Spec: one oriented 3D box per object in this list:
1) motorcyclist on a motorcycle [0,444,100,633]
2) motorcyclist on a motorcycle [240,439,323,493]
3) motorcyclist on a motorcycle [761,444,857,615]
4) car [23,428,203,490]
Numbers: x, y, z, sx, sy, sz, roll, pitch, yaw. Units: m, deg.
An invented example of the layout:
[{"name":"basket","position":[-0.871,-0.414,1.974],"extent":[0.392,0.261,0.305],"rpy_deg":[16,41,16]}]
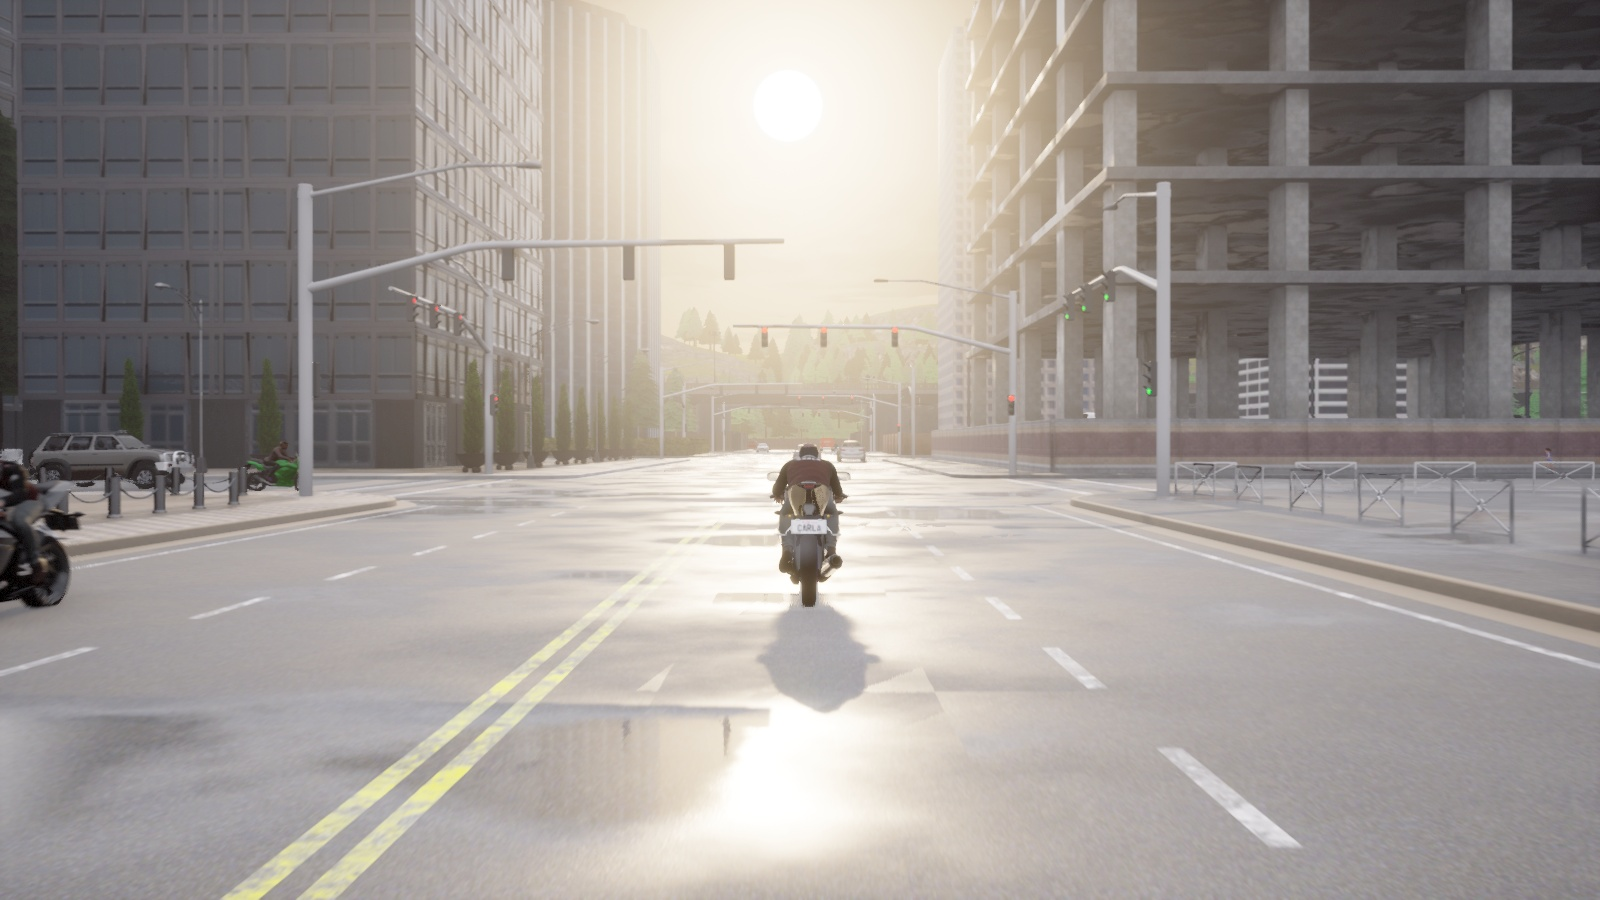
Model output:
[{"name":"motorcyclist on a motorcycle","position":[-6.925,0.716,10.541],"extent":[0.866,1.530,2.191],"rpy_deg":[0,0,0]},{"name":"motorcyclist on a motorcycle","position":[-14.886,0.458,36.072],"extent":[2.044,1.523,0.797],"rpy_deg":[0,1,3]},{"name":"motorcyclist on a motorcycle","position":[0.086,0.712,12.380],"extent":[0.866,1.530,2.191],"rpy_deg":[0,0,0]},{"name":"car","position":[-21.618,0.270,39.637],"extent":[4.605,1.855,1.932],"rpy_deg":[-1,0,0]}]
